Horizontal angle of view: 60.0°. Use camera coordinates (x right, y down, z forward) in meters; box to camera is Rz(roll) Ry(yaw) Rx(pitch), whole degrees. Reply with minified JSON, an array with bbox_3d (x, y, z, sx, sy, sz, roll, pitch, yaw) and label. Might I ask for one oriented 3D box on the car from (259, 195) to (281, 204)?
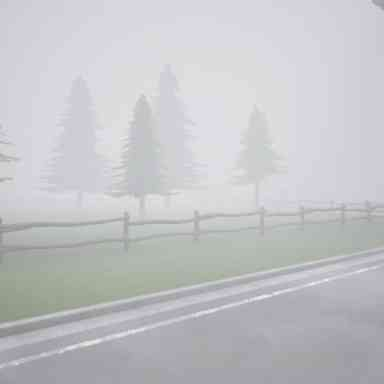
[{"bbox_3d":[14.785,1.401,62.974,2.097,1.767,4.553,0,0,-35],"label":"car"}]
